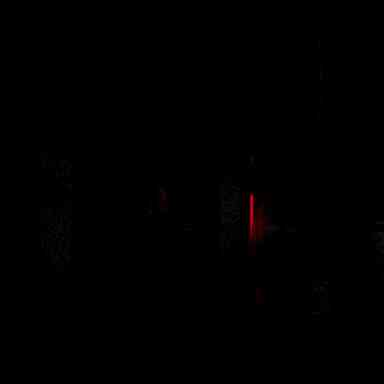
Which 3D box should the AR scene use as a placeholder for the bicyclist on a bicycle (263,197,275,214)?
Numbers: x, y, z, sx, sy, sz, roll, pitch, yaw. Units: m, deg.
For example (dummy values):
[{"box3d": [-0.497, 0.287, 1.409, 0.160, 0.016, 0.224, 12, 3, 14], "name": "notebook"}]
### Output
[{"box3d": [7.417, 1.349, 32.129, 1.656, 1.620, 0.582, 0, 0, -36], "name": "bicyclist on a bicycle"}]
